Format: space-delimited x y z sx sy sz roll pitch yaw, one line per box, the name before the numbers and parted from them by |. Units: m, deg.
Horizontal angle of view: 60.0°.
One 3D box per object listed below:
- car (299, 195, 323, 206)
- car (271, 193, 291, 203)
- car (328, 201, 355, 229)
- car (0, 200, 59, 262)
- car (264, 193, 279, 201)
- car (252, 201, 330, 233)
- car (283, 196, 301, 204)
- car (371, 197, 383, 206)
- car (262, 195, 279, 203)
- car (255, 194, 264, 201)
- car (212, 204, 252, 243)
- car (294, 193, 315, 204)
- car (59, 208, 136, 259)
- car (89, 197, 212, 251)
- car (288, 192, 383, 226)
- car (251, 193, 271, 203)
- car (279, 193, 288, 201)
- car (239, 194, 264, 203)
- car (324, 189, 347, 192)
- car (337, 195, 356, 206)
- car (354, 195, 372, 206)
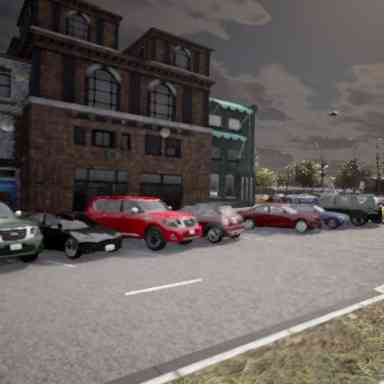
car | 16.937 1.167 47.179 2.002 1.452 4.674 1 0 35
car | 19.645 1.392 73.112 2.435 2.045 5.566 1 -2 35
car | 7.548 1.501 21.286 4.674 1.452 2.002 -1 -1 35
car | -7.171 1.214 10.831 5.566 2.045 2.435 -1 -1 35
car | 13.553 1.003 52.022 2.185 1.767 4.553 0 -1 35
car | 5.075 1.465 19.544 5.008 1.535 2.097 -1 -1 35
car | 21.319 1.669 70.569 2.163 1.488 4.792 1 -2 35
car | 31.660 1.638 55.686 2.231 1.521 4.892 1 -2 35
car | 17.882 1.643 75.565 2.231 1.521 4.892 1 -2 35
car | 11.989 1.129 54.633 1.946 1.575 5.366 0 -1 35
car | 0.180 1.339 16.042 4.553 1.767 2.185 -1 -1 35
car | 23.052 1.388 68.091 2.435 2.045 5.566 1 -2 35
car | -4.720 1.494 12.569 4.792 1.488 2.163 -1 -1 35
car | -2.270 1.213 14.317 5.566 2.045 2.435 -1 -1 35
car | 9.984 1.201 23.039 5.566 2.045 2.435 -1 0 35
car | 16.165 1.391 78.034 2.435 2.045 5.566 1 -2 35
car | 15.251 1.129 49.609 2.231 1.521 4.892 0 -1 35
car | 10.207 1.131 56.907 2.231 1.521 4.892 0 -1 36
car | 18.616 0.875 44.721 2.435 2.045 5.566 1 0 35
car | 28.241 1.514 60.681 2.185 1.767 4.553 1 -2 35
car | 29.919 1.511 58.148 2.185 1.767 4.553 1 -2 35
